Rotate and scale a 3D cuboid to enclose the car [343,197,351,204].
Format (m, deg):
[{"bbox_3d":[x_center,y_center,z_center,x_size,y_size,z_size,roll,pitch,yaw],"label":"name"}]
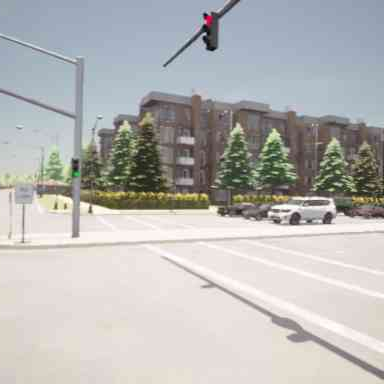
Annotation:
[{"bbox_3d":[15.237,1.585,36.602,5.566,2.045,2.150,1,0,-26],"label":"car"}]

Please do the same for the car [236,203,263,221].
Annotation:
[{"bbox_3d":[6.481,1.669,28.392,4.674,1.442,1.812,1,0,-26],"label":"car"}]

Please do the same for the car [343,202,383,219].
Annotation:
[{"bbox_3d":[18.077,2.003,34.105,4.181,1.385,1.994,1,0,-26],"label":"car"}]

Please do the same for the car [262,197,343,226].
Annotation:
[{"bbox_3d":[8.534,1.421,25.499,5.566,2.045,2.150,1,0,-26],"label":"car"}]

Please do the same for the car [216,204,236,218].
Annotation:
[{"bbox_3d":[4.654,1.693,31.394,4.718,1.301,1.895,1,0,-26],"label":"car"}]
